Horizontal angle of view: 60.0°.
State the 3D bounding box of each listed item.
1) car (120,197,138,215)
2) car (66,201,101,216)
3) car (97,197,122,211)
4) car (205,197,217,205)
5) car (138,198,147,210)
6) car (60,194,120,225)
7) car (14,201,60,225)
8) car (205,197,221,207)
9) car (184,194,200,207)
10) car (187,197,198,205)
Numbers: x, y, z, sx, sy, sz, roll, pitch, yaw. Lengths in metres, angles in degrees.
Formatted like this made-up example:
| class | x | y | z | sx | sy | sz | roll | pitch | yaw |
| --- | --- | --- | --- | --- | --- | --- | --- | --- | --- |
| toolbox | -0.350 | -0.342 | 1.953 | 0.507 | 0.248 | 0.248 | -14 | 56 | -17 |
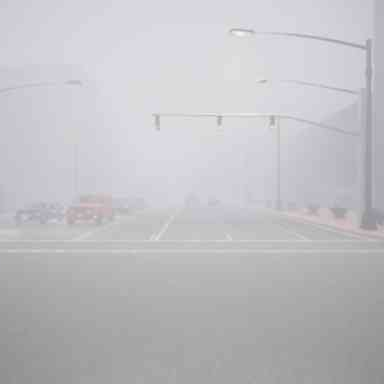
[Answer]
| class | x | y | z | sx | sy | sz | roll | pitch | yaw |
| --- | --- | --- | --- | --- | --- | --- | --- | --- | --- |
| car | -7.049 | 1.310 | 33.456 | 2.097 | 1.767 | 4.553 | 0 | 0 | 0 |
| car | -10.554 | 1.555 | 32.718 | 1.895 | 1.301 | 4.718 | 0 | 0 | 0 |
| car | -10.541 | 1.495 | 42.862 | 1.882 | 1.535 | 5.008 | 0 | 0 | 0 |
| car | 3.515 | 1.689 | 62.316 | 2.033 | 1.411 | 5.357 | 0 | 0 | 0 |
| car | -7.043 | 1.499 | 43.498 | 1.882 | 1.535 | 5.008 | 0 | 0 | 1 |
| car | -7.064 | 1.143 | 23.815 | 2.150 | 2.045 | 5.566 | 0 | 0 | 0 |
| car | -10.562 | 1.409 | 23.445 | 2.128 | 1.511 | 4.902 | 0 | 0 | 0 |
| car | 3.513 | 1.603 | 52.314 | 1.812 | 1.442 | 4.674 | 0 | 0 | 0 |
| car | 0.013 | 1.296 | 51.931 | 2.150 | 2.045 | 5.566 | 0 | 0 | 0 |
| car | 0.015 | 1.705 | 62.317 | 1.994 | 1.385 | 4.181 | 0 | 0 | 0 |
